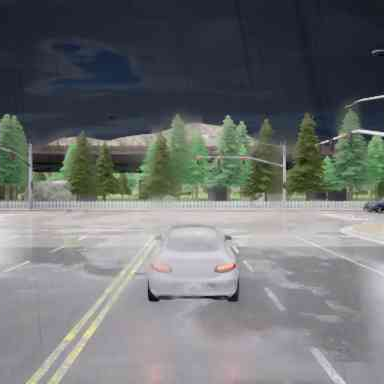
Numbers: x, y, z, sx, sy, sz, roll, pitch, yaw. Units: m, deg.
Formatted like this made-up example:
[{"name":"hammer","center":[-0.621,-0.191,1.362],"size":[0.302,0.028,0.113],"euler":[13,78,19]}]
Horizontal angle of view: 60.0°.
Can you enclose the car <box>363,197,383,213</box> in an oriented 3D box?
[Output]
[{"name":"car","center":[20.737,1.295,35.283],"size":[4.553,1.767,2.097],"euler":[0,0,0]}]

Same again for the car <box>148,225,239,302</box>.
[{"name":"car","center":[0.034,1.525,8.152],"size":[1.812,1.442,4.674],"euler":[0,0,0]}]
